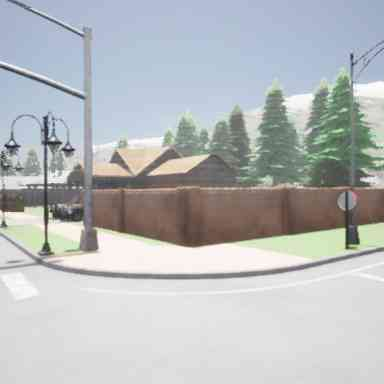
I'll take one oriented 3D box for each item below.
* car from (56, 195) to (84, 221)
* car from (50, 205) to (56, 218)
[{"bbox_3d":[-7.386,1.160,25.034,4.605,1.855,1.932,-1,0,-37],"label":"car"},{"bbox_3d":[-9.204,1.172,26.814,3.866,1.878,1.905,-1,0,-37],"label":"car"}]
